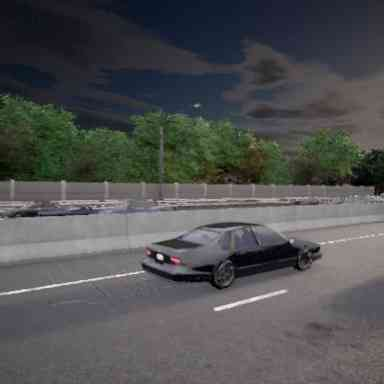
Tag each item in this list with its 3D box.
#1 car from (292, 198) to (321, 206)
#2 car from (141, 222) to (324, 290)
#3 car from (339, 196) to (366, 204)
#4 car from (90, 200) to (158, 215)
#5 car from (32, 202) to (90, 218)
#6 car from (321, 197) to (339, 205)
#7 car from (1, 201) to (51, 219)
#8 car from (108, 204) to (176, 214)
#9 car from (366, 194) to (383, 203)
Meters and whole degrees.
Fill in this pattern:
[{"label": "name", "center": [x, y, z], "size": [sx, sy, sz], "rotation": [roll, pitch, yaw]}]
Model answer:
[{"label": "car", "center": [16.058, 1.480, 45.566], "size": [5.357, 1.411, 2.033], "rotation": [0, 0, -35]}, {"label": "car", "center": [1.313, 1.534, 9.097], "size": [5.357, 1.411, 2.033], "rotation": [0, 0, -36]}, {"label": "car", "center": [20.259, 1.281, 39.976], "size": [4.553, 1.767, 2.097], "rotation": [0, 0, -35]}, {"label": "car", "center": [-4.108, 1.335, 22.463], "size": [4.553, 1.767, 2.097], "rotation": [0, 0, -35]}, {"label": "car", "center": [-8.471, 1.594, 23.680], "size": [4.718, 1.301, 1.895], "rotation": [0, 0, -35]}, {"label": "car", "center": [19.692, 1.419, 43.858], "size": [4.902, 1.511, 2.128], "rotation": [0, 0, -35]}, {"label": "car", "center": [-11.854, 1.507, 25.579], "size": [4.892, 1.490, 1.837], "rotation": [0, 0, -35]}, {"label": "car", "center": [-2.184, 1.584, 19.536], "size": [4.718, 1.301, 1.895], "rotation": [0, 0, -35]}, {"label": "car", "center": [22.132, 1.148, 37.018], "size": [5.566, 2.045, 2.150], "rotation": [0, 0, -35]}]
